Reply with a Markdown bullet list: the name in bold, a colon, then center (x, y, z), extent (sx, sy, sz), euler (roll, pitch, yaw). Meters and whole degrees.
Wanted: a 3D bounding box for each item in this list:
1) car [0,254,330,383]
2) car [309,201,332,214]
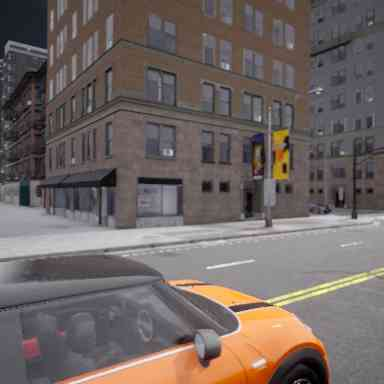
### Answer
- **car**: center (-0.826, 1.358, 2.836), extent (4.553, 1.767, 2.097), euler (1, 0, -37)
- **car**: center (13.714, 1.772, 38.087), extent (1.994, 1.385, 4.181), euler (1, 0, -37)
